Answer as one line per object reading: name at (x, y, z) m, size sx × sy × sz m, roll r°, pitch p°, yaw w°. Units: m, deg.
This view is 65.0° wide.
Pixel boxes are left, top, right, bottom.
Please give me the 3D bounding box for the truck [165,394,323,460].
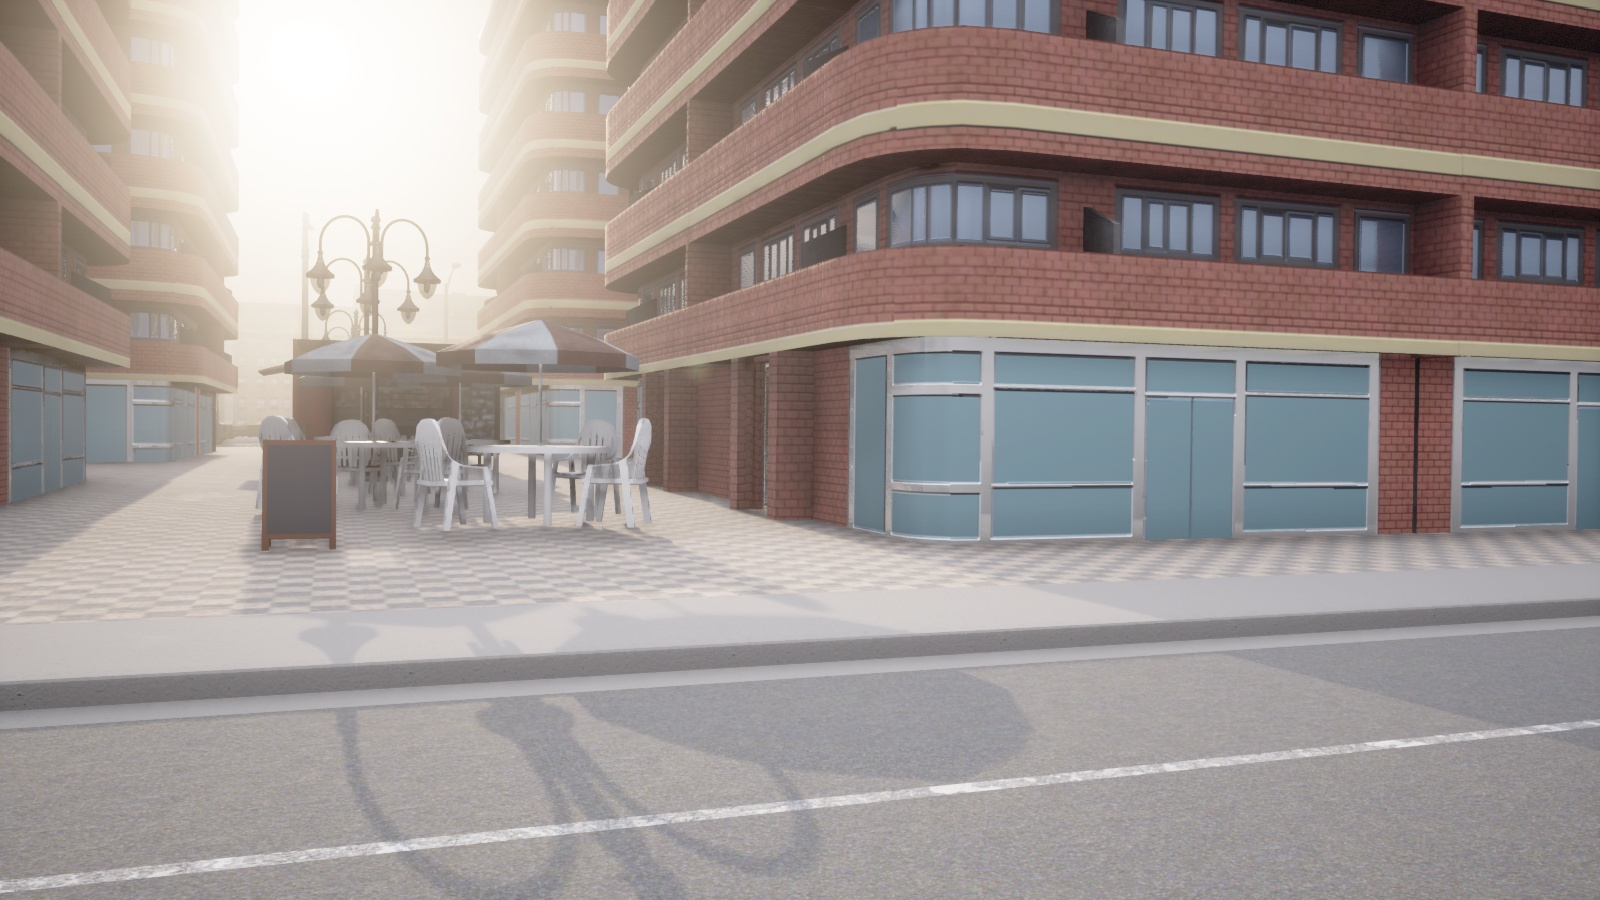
truck at (-31.438, -1.326, 71.388) m, size 7.936 × 3.462 × 2.891 m, roll -2°, pitch 1°, yaw -21°
